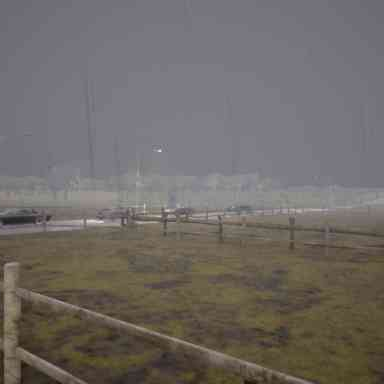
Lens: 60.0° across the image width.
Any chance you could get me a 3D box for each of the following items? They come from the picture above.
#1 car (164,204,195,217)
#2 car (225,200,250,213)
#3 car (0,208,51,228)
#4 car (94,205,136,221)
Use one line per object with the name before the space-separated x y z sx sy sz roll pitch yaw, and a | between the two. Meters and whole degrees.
car | -1.532 2.187 40.818 2.128 1.511 4.902 1 -1 35
car | 7.388 2.327 53.332 2.150 2.045 5.566 1 -1 35
car | -13.025 1.844 24.513 1.895 1.301 4.718 1 -1 35
car | -7.447 2.017 32.441 1.994 1.385 4.181 1 -1 35
